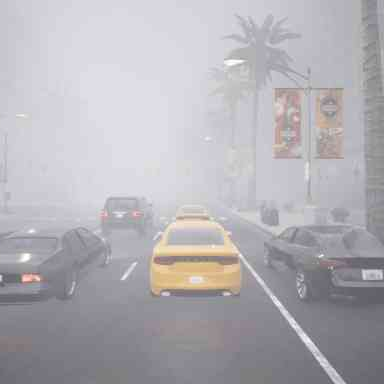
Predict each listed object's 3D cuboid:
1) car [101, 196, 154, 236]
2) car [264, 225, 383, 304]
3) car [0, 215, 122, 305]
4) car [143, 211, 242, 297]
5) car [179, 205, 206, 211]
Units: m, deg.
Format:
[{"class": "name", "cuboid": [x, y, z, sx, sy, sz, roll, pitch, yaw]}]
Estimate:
[{"class": "car", "cuboid": [-3.467, 1.222, 18.565, 2.150, 2.045, 5.566, 0, 0, 0]}, {"class": "car", "cuboid": [3.164, 1.513, 8.227, 2.161, 1.482, 4.786, 0, 0, -1]}, {"class": "car", "cuboid": [-3.424, 1.547, 8.294, 2.033, 1.411, 5.357, 0, 0, 0]}, {"class": "car", "cuboid": [0.070, 1.478, 8.637, 1.882, 1.535, 5.008, 0, 0, 0]}, {"class": "car", "cuboid": [0.031, 1.478, 18.836, 1.882, 1.535, 5.008, 0, 0, 0]}]
